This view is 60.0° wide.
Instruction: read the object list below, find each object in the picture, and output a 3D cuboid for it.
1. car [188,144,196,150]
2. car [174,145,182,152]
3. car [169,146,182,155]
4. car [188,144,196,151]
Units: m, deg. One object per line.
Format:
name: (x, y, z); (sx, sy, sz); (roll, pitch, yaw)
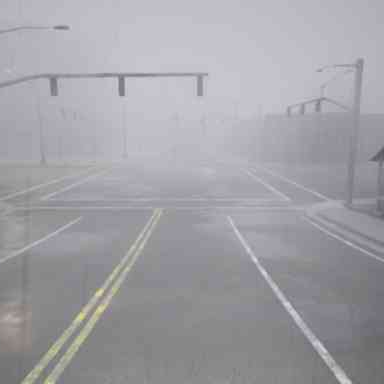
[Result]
car: (0.010, -12.583, 92.680); (2.033, 1.411, 5.357); (0, 10, 0)
car: (-3.491, -10.977, 83.685); (1.994, 1.385, 4.181); (0, 10, 0)
car: (-3.493, -8.518, 68.171); (2.097, 1.767, 4.553); (0, 10, 0)
car: (0.009, -10.860, 82.979); (1.994, 1.385, 4.181); (0, 10, 0)
